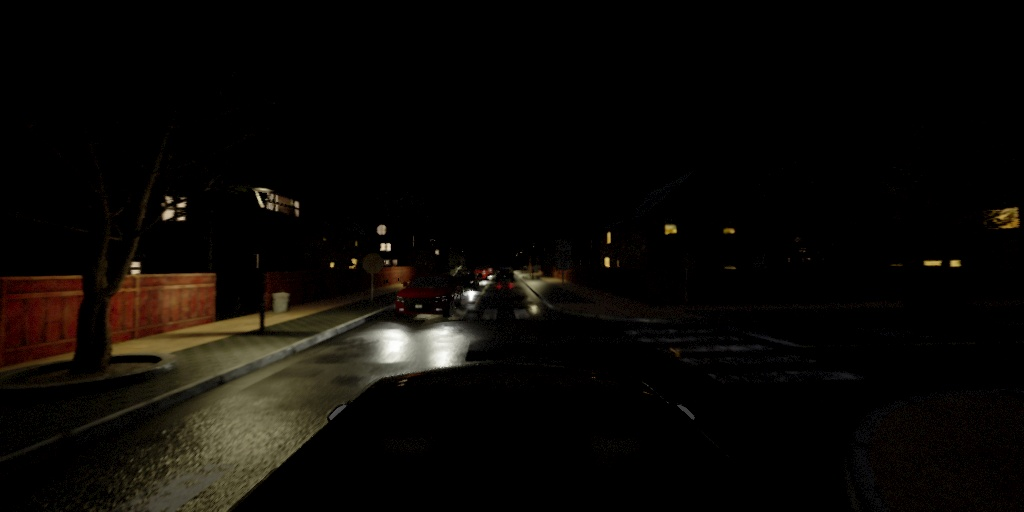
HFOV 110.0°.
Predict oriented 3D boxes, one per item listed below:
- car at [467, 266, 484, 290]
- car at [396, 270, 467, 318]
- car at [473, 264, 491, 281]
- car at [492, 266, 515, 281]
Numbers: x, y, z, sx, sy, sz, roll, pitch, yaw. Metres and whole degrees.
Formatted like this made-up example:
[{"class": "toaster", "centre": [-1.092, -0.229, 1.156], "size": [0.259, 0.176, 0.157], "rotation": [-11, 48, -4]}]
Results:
[{"class": "car", "centre": [-3.415, 1.707, 26.569], "size": [2.033, 1.411, 5.357], "rotation": [0, -1, -1]}, {"class": "car", "centre": [-3.105, 1.423, 14.214], "size": [1.882, 1.535, 5.008], "rotation": [0, -1, -1]}, {"class": "car", "centre": [-3.737, 1.764, 39.492], "size": [2.097, 1.767, 4.553], "rotation": [0, -1, -1]}, {"class": "car", "centre": [-0.765, 1.875, 38.320], "size": [2.128, 1.511, 4.902], "rotation": [0, -1, -1]}]
